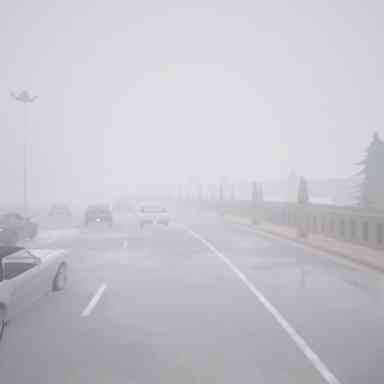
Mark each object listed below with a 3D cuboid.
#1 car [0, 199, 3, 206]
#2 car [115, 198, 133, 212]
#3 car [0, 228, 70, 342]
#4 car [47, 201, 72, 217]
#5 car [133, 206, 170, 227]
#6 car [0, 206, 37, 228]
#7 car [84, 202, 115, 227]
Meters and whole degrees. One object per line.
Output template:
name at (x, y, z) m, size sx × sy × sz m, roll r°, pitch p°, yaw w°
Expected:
car at (-31.400, 1.715, 53.086) m, size 1.882 × 1.535 × 5.008 m, roll -1°, pitch 0°, yaw -32°
car at (-8.316, 1.546, 39.916) m, size 1.837 × 1.490 × 4.892 m, roll 0°, pitch 0°, yaw -23°
car at (-3.761, 1.618, 5.992) m, size 1.895 × 1.301 × 4.718 m, roll 0°, pitch 0°, yaw -4°
car at (-12.850, 1.604, 32.339) m, size 1.812 × 1.442 × 4.674 m, roll 0°, pitch 0°, yaw -19°
car at (-2.800, 1.612, 23.039) m, size 1.895 × 1.301 × 4.718 m, roll 0°, pitch 0°, yaw -13°
car at (-8.283, 1.569, 14.529) m, size 1.812 × 1.442 × 4.674 m, roll 0°, pitch 0°, yaw -9°
car at (-6.569, 1.540, 23.577) m, size 1.837 × 1.490 × 4.892 m, roll 0°, pitch 0°, yaw -14°
